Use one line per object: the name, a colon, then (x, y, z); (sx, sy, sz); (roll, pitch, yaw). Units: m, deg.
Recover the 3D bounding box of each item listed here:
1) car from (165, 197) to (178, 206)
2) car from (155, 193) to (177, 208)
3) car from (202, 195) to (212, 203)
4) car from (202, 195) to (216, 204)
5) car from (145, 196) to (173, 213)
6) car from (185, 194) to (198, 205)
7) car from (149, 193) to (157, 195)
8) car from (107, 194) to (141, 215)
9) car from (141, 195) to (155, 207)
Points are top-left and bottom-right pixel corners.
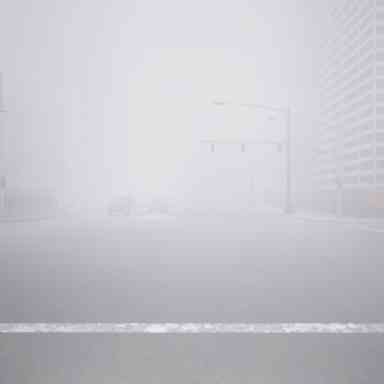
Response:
car: (-3.688, 1.671, 59.820); (1.994, 1.385, 4.181); (0, 0, 0)
car: (-3.688, 1.439, 47.735); (2.097, 1.767, 4.553); (0, 0, 0)
car: (3.359, 1.491, 74.637); (2.097, 1.767, 4.553); (0, 0, 0)
car: (3.471, 1.643, 64.734); (1.812, 1.442, 4.674); (0, 0, 0)
car: (-3.673, 1.560, 37.519); (2.128, 1.511, 4.902); (0, 0, 0)
car: (-0.123, 1.338, 63.816); (2.150, 2.045, 5.566); (0, 0, 0)
car: (-7.133, 1.259, 68.746); (2.150, 2.045, 5.566); (0, 0, 0)
car: (-7.150, 1.284, 34.596); (2.150, 2.045, 5.566); (0, 0, 2)
car: (-7.197, 1.641, 51.679); (2.033, 1.411, 5.357); (0, 0, 0)
